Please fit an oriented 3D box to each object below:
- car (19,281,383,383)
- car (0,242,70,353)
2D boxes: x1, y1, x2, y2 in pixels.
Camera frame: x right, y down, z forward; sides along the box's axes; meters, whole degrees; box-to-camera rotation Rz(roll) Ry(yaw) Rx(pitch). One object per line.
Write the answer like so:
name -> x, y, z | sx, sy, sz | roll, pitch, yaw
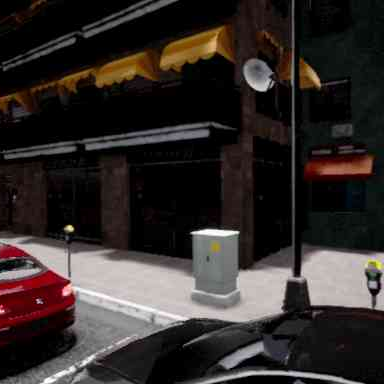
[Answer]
car -> 0.979, 1.535, 2.210 | 4.313, 1.339, 1.947 | 1, 0, 35
car -> -3.610, 1.475, 5.368 | 4.206, 1.307, 1.802 | 1, 0, 35
